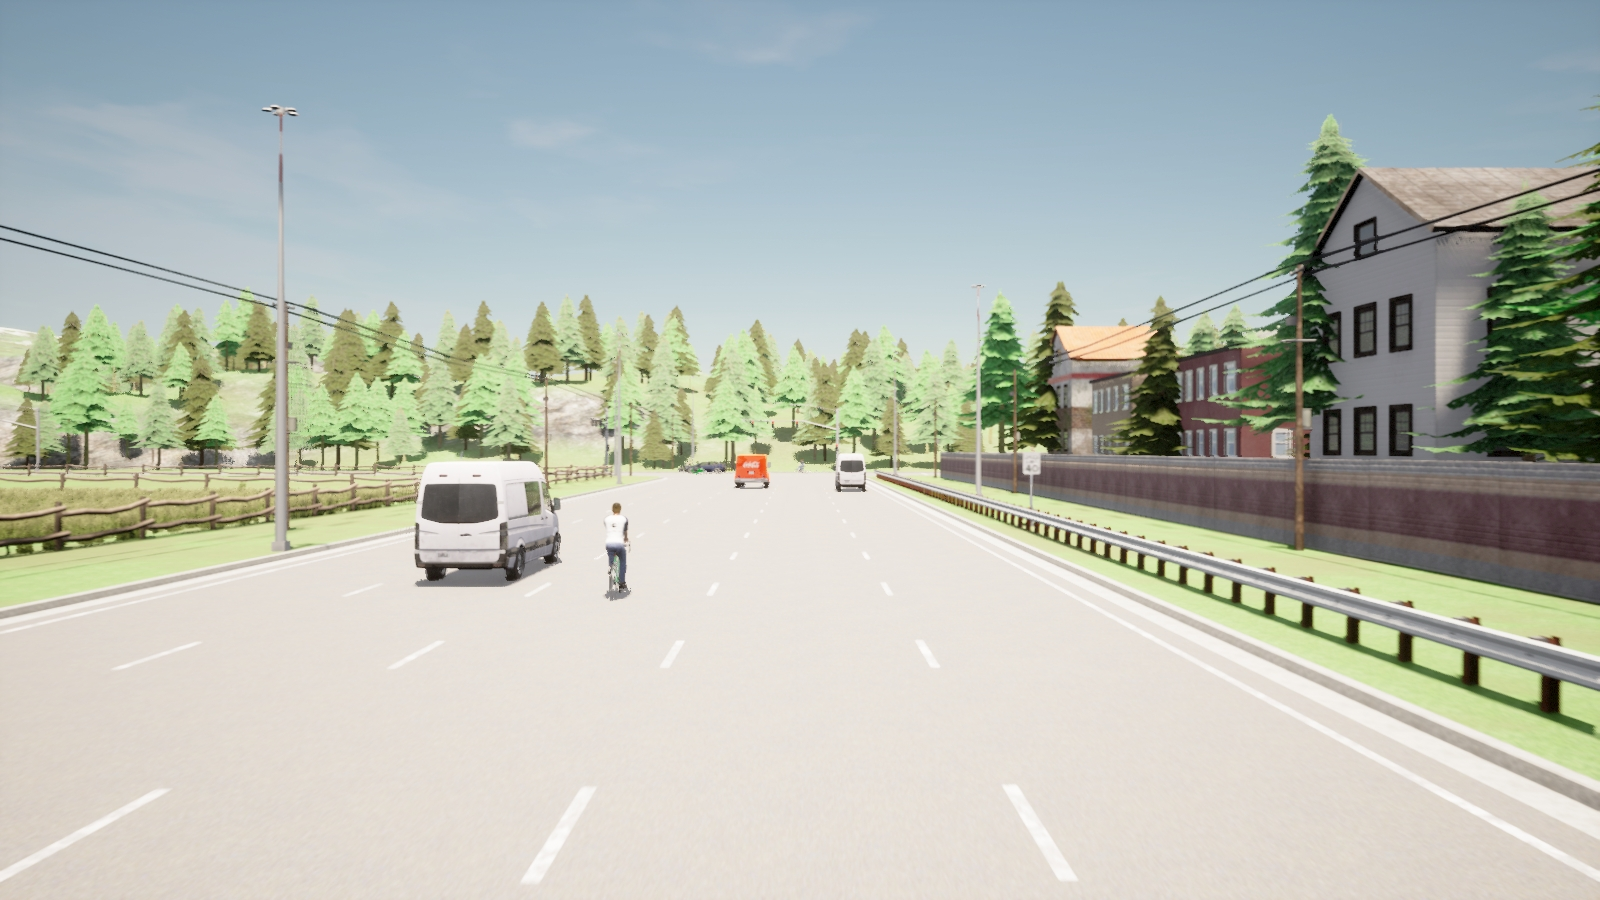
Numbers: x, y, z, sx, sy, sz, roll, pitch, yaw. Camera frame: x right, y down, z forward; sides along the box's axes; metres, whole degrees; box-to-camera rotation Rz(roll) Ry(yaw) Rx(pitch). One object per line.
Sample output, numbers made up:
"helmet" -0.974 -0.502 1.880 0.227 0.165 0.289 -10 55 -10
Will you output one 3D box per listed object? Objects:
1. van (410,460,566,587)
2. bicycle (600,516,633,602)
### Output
"van" -6.997 1.534 26.346 1.988 2.561 5.915 0 0 0
"bicycle" -3.500 2.056 21.907 0.373 1.496 1.643 0 0 0
